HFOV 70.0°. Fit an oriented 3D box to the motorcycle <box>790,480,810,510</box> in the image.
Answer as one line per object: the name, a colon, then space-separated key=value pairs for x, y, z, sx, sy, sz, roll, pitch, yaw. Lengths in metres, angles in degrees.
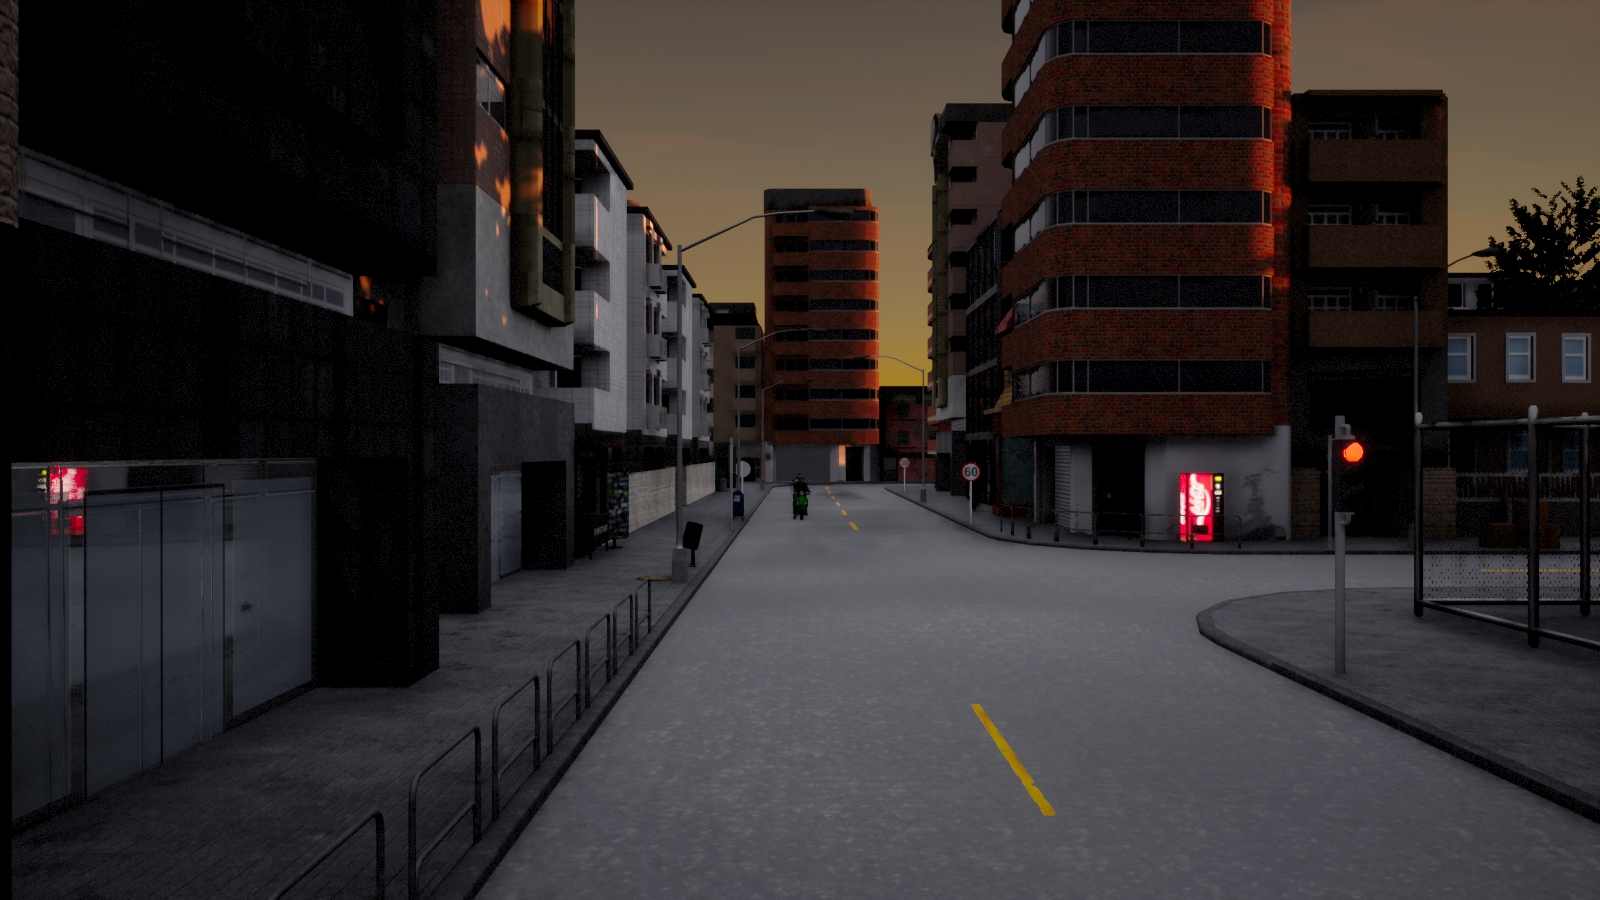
motorcycle: x=0.019 y=1.970 z=50.389 sx=0.856 sy=1.236 sz=1.805 roll=0 pitch=0 yaw=0

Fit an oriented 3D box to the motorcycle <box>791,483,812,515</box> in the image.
motorcycle: x=0.063 y=1.970 z=46.521 sx=0.856 sy=1.236 sz=1.805 roll=0 pitch=0 yaw=0

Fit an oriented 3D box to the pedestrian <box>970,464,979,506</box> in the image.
pedestrian: x=7.752 y=1.533 z=50.667 sx=0.375 sy=1.860 sz=0.375 roll=0 pitch=0 yaw=12
